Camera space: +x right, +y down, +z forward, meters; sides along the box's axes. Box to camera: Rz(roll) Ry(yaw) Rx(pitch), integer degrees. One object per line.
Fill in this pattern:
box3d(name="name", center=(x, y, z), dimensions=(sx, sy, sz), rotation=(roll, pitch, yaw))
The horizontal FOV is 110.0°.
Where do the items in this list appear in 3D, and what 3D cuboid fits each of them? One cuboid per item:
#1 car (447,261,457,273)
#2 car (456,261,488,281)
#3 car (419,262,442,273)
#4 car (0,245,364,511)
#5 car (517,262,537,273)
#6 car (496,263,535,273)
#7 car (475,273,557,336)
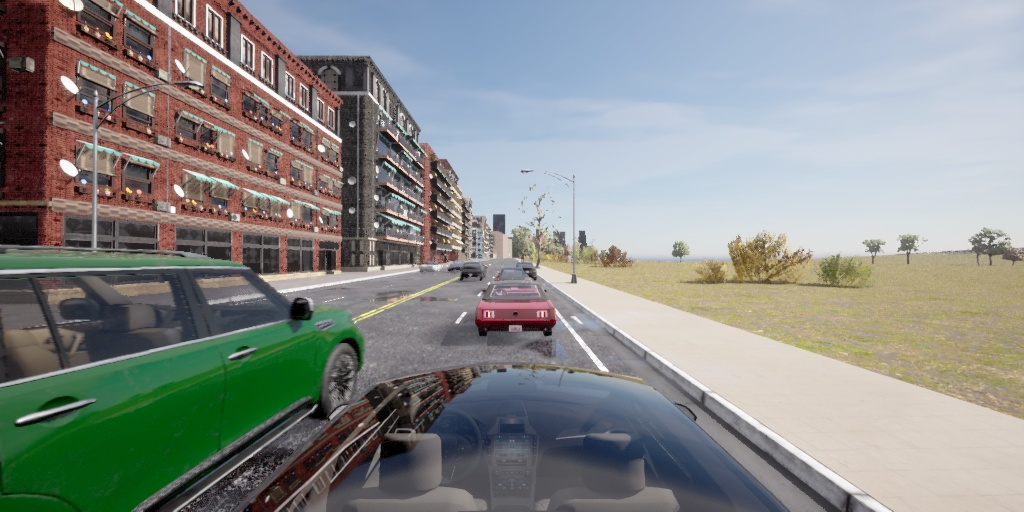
box3d(name="car", center=(-6.711, 1.301, 44.598), dimensions=(2.033, 1.411, 5.357), rotation=(0, 0, 0))
box3d(name="car", center=(-3.227, 1.255, 30.399), dimensions=(1.837, 1.490, 4.892), rotation=(0, -1, 0))
box3d(name="car", center=(-9.959, 1.354, 43.867), dimensions=(1.895, 1.301, 4.718), rotation=(0, 0, 0))
box3d(name="car", center=(-3.154, 0.969, 2.707), dimensions=(2.150, 2.045, 5.566), rotation=(0, 0, 0))
box3d(name="car", center=(1.064, 1.259, 30.359), dimensions=(1.837, 1.490, 4.892), rotation=(0, 0, 0))
box3d(name="car", center=(0.044, 1.317, 20.365), dimensions=(1.994, 1.385, 4.181), rotation=(0, 0, 0))
box3d(name="car", center=(0.079, 1.352, 10.335), dimensions=(1.895, 1.301, 4.718), rotation=(0, 0, 0))
